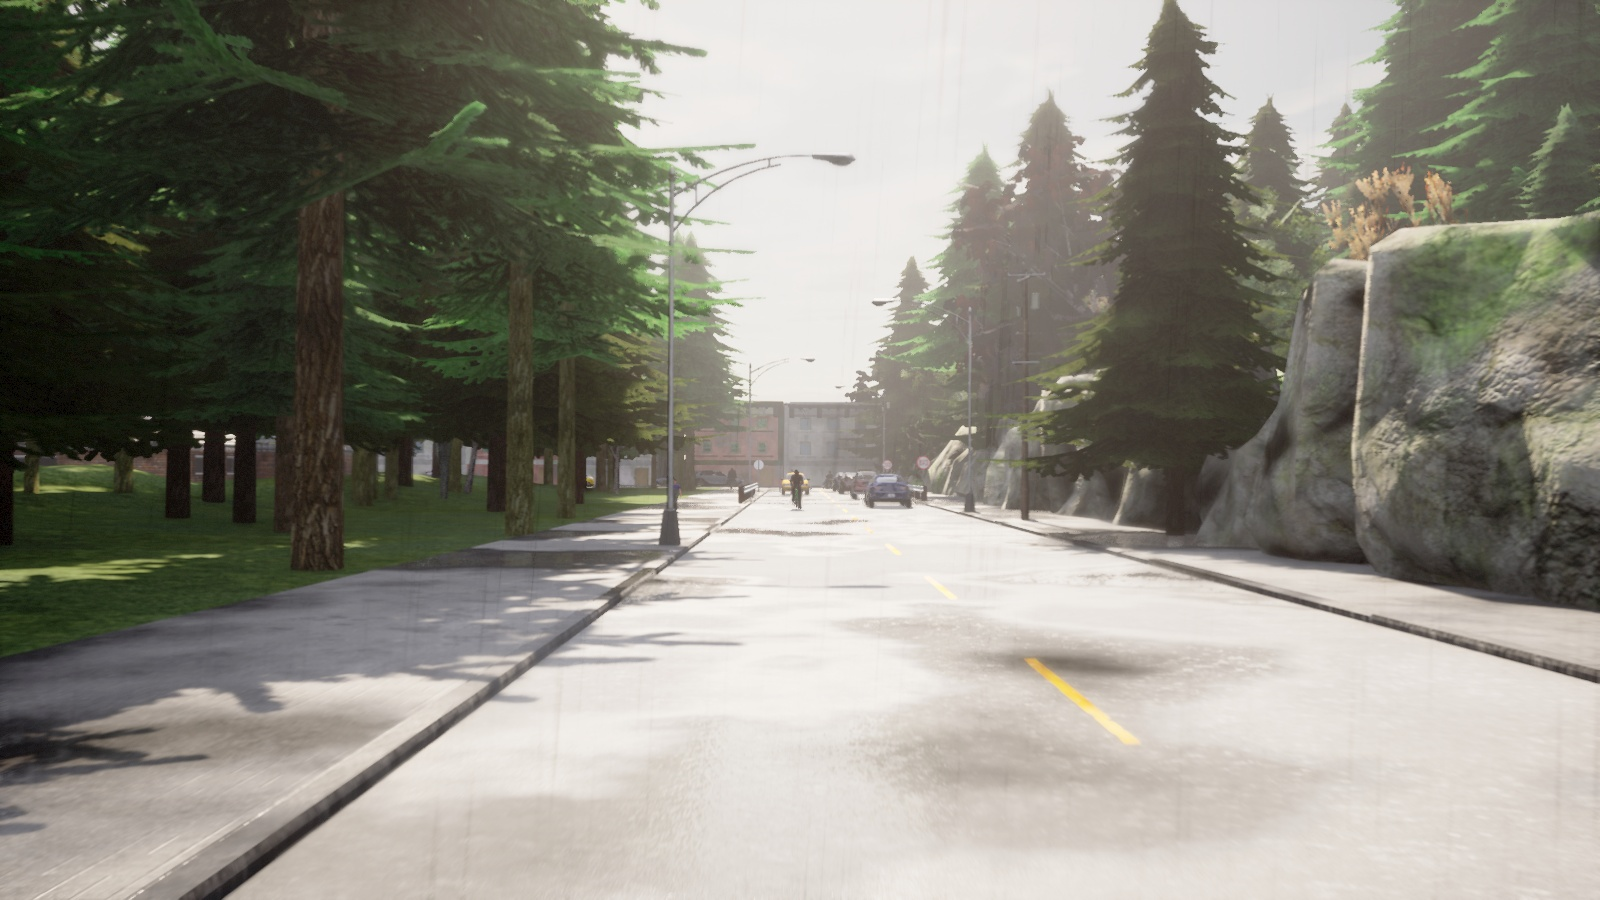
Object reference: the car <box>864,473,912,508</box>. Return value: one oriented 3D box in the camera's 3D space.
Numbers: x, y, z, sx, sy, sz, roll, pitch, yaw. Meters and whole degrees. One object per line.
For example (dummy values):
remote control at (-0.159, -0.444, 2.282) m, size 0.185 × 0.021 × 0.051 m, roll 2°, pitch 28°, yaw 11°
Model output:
car at (3.870, 1.758, 55.746) m, size 1.812 × 1.442 × 4.674 m, roll 0°, pitch -1°, yaw 0°

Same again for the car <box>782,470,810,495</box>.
car at (-0.290, 2.143, 83.039) m, size 1.801 × 1.575 × 5.366 m, roll 0°, pitch -1°, yaw 0°

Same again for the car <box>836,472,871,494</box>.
car at (3.684, 2.256, 87.001) m, size 2.163 × 1.488 × 4.792 m, roll 0°, pitch -1°, yaw 0°

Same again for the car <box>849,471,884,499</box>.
car at (3.785, 1.981, 71.915) m, size 1.789 × 1.549 × 3.705 m, roll 0°, pitch -1°, yaw 0°
